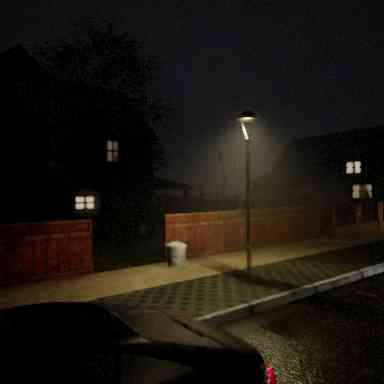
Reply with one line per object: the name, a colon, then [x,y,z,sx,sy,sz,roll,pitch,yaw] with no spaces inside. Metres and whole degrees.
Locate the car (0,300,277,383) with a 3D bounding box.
car: [-1.314,1.577,2.118,4.181,1.385,1.994,-1,0,-36]
